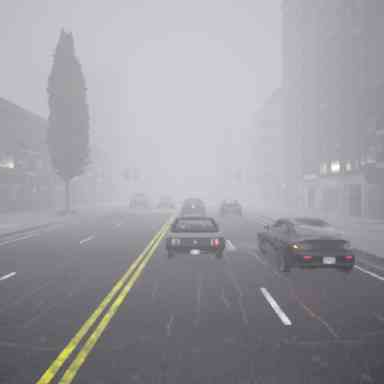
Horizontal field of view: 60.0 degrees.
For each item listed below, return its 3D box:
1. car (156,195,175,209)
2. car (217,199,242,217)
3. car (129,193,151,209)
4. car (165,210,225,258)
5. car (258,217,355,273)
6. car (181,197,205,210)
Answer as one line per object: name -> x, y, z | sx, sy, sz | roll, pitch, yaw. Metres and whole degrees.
car -> -3.319, 1.220, 41.970 | 2.097, 1.767, 4.553 | 0, 0, 0
car -> 3.361, 1.401, 30.214 | 2.128, 1.511, 4.902 | 0, 0, 0
car -> -6.567, 1.090, 42.736 | 2.150, 2.045, 5.566 | 0, 0, 0
car -> 0.096, 1.567, 12.526 | 1.895, 1.301, 4.718 | 0, 0, 0
car -> 3.342, 1.498, 10.414 | 1.812, 1.442, 4.674 | 0, 0, 0
car -> 0.112, 1.262, 29.987 | 2.097, 1.767, 4.553 | 0, 0, 0
